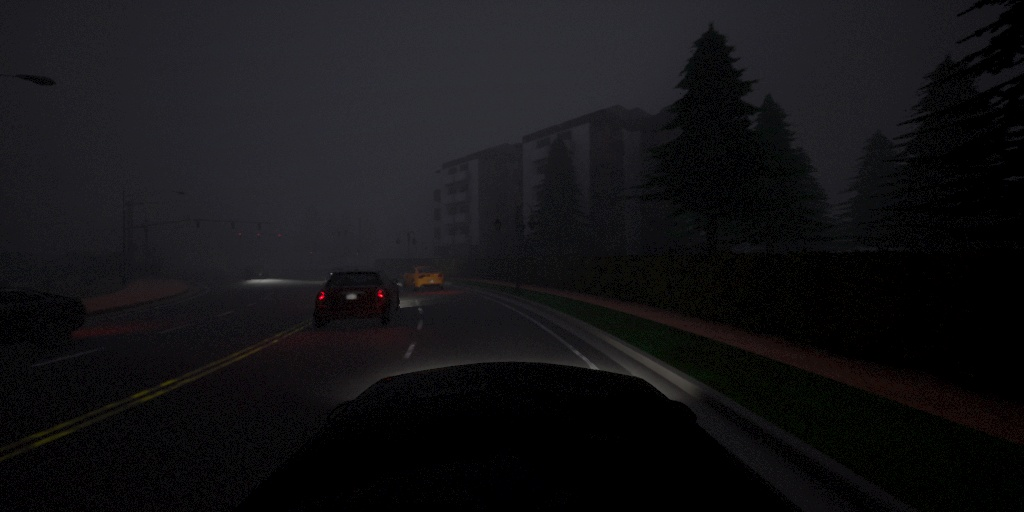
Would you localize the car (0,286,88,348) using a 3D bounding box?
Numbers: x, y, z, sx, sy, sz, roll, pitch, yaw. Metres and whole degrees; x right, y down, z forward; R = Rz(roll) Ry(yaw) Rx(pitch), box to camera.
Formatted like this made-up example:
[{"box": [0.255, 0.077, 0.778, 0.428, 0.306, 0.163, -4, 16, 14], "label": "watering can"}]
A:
[{"box": [-11.186, 1.362, 6.790, 2.128, 1.511, 4.902, 0, 0, -10], "label": "car"}]

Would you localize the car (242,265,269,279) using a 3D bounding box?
[{"box": [-28.173, 1.715, 39.350, 4.902, 1.511, 2.128, -1, -1, 44], "label": "car"}]

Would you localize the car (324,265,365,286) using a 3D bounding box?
[{"box": [-14.050, 1.527, 29.889, 1.882, 1.535, 5.008, 0, -1, -39], "label": "car"}]

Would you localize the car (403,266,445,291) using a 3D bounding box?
[{"box": [-6.042, 1.426, 24.158, 1.882, 1.535, 5.008, 0, 0, -28], "label": "car"}]

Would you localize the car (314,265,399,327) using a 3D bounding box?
[{"box": [-5.118, 1.214, 12.374, 2.097, 1.767, 4.553, 0, 0, -14], "label": "car"}]
